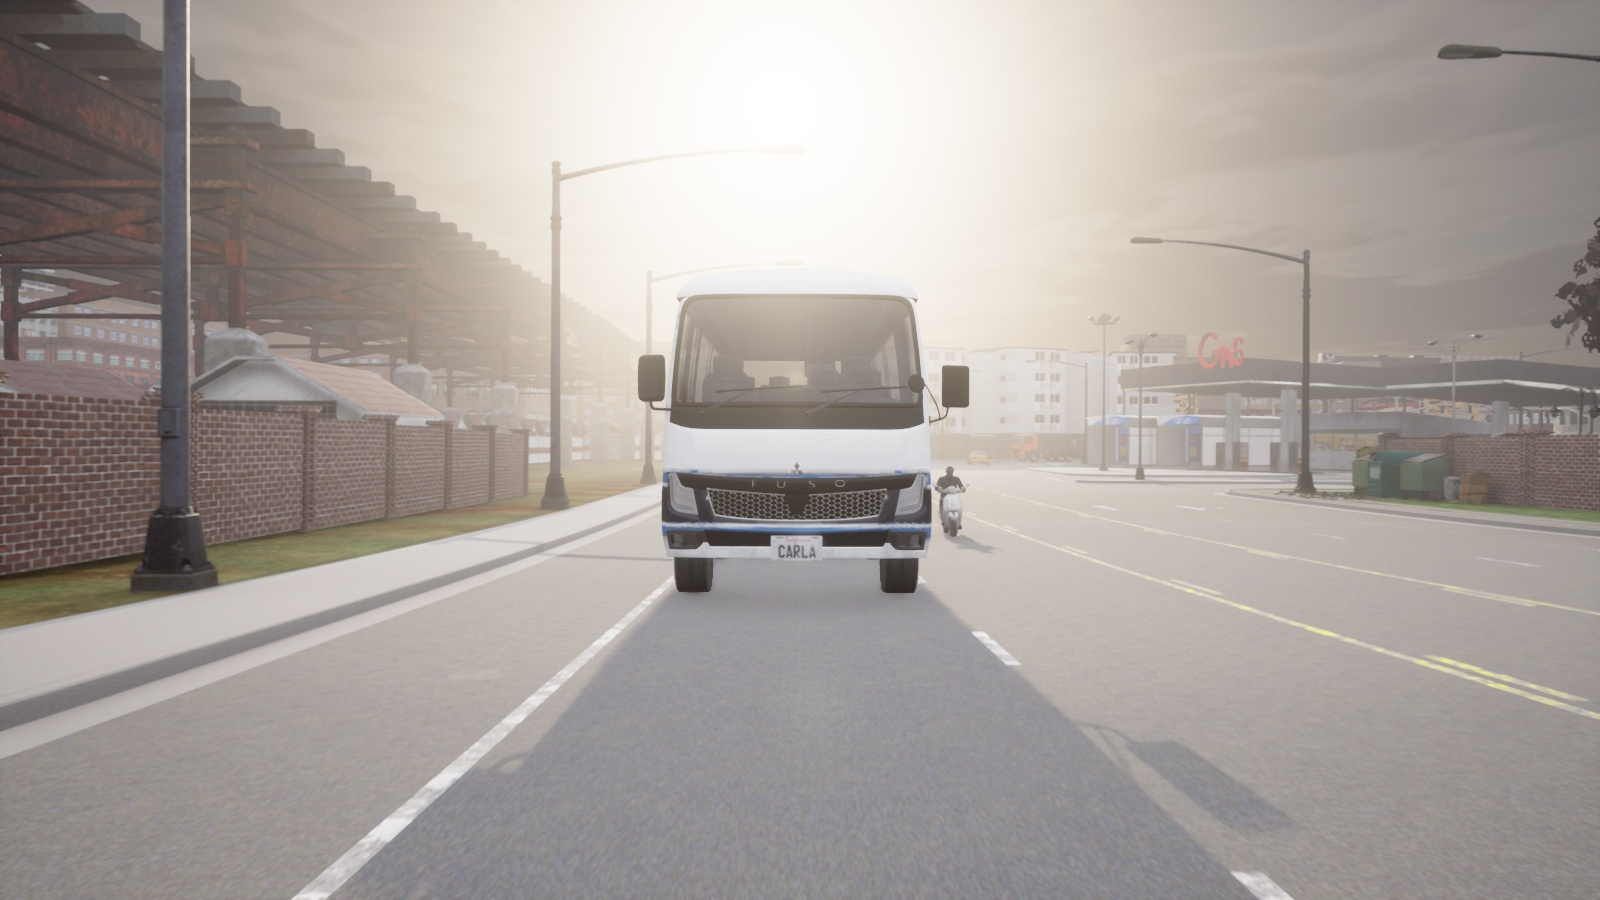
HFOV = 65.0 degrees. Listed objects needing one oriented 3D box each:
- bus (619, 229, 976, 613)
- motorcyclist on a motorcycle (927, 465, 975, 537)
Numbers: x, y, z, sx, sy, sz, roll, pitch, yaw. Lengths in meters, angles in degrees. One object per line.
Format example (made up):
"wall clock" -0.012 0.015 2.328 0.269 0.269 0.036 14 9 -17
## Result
"bus" -0.047 -0.264 19.062 3.944 4.253 10.273 0 -1 0
"motorcyclist on a motorcycle" 3.436 1.136 28.720 0.866 1.590 1.817 0 0 0
